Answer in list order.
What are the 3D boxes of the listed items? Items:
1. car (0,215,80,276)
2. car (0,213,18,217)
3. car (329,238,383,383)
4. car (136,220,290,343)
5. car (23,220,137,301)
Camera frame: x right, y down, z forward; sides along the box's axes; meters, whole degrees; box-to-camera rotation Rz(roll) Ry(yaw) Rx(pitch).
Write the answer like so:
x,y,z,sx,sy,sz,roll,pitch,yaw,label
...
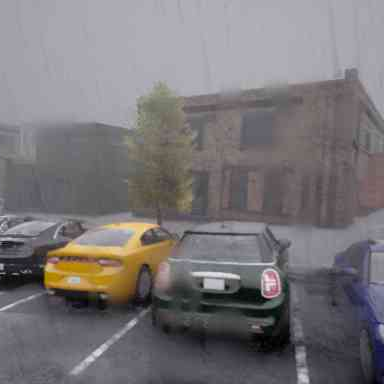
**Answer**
x,y,z,sx,sy,sz,roll,pitch,yaw,label
-3.910,1.538,10.197,2.231,1.521,4.892,0,-1,15,car
-6.303,1.562,11.891,2.231,1.521,4.892,-1,-1,15,car
3.287,1.511,5.111,2.002,1.452,4.674,0,-1,15,car
0.876,1.364,6.783,2.185,1.767,4.553,0,-1,15,car
-1.510,1.512,8.502,2.097,1.535,5.008,0,-1,15,car
